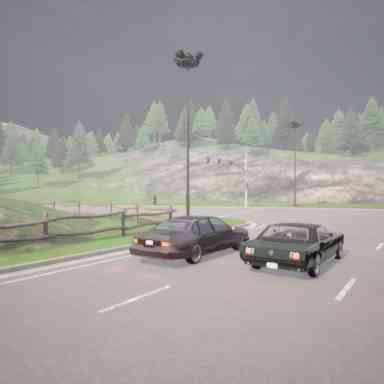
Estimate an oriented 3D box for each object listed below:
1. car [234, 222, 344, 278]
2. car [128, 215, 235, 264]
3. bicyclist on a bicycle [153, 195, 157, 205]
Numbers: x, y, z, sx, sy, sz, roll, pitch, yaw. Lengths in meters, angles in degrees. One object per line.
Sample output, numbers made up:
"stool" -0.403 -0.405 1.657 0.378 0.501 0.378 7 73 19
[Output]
"car" 3.342 1.600 10.339 1.895 1.301 4.718 0 0 35
"car" 0.173 1.547 11.919 2.033 1.411 5.357 0 0 35
"bicyclist on a bicycle" -5.797 1.299 51.936 0.582 1.620 1.656 0 0 14
